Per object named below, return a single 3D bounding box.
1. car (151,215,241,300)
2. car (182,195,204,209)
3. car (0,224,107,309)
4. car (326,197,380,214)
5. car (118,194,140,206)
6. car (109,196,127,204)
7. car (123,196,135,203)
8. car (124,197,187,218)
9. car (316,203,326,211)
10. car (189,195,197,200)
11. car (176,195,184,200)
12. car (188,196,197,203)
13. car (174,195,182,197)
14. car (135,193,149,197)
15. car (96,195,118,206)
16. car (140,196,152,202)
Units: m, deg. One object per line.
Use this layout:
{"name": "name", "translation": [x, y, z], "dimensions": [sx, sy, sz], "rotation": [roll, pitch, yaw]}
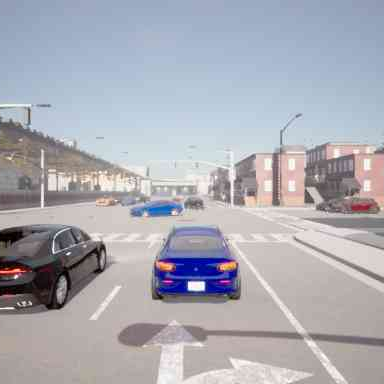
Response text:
{"name": "car", "translation": [0.096, 1.526, 8.286], "dimensions": [1.812, 1.442, 4.674], "rotation": [0, 0, 0]}
{"name": "car", "translation": [0.309, 1.478, 45.870], "dimensions": [1.882, 1.535, 5.008], "rotation": [-1, 0, -12]}
{"name": "car", "translation": [-3.411, 1.505, 7.831], "dimensions": [1.837, 1.490, 4.892], "rotation": [0, 0, 0]}
{"name": "car", "translation": [16.867, 1.352, 34.579], "dimensions": [4.553, 1.767, 2.097], "rotation": [0, 0, 0]}
{"name": "car", "translation": [-10.450, 1.547, 55.389], "dimensions": [2.033, 1.411, 5.357], "rotation": [0, 0, 0]}
{"name": "car", "translation": [-13.907, 1.491, 62.733], "dimensions": [2.128, 1.511, 4.902], "rotation": [0, 0, 1]}
{"name": "car", "translation": [-13.835, 1.524, 72.947], "dimensions": [1.812, 1.442, 4.674], "rotation": [0, 0, 0]}
{"name": "car", "translation": [-3.274, 1.477, 30.260], "dimensions": [5.008, 1.535, 1.882], "rotation": [0, -1, -36]}
{"name": "car", "translation": [16.699, 1.502, 38.080], "dimensions": [4.892, 1.490, 1.837], "rotation": [-1, 0, 0]}
{"name": "car", "translation": [0.208, 1.540, 91.697], "dimensions": [2.033, 1.411, 5.357], "rotation": [0, 0, 0]}
{"name": "car", "translation": [-3.291, 1.524, 92.199], "dimensions": [1.812, 1.442, 4.674], "rotation": [0, 0, 0]}
{"name": "car", "translation": [0.170, 1.595, 73.057], "dimensions": [1.895, 1.301, 4.718], "rotation": [0, 0, 0]}
{"name": "car", "translation": [-3.330, 1.595, 73.065], "dimensions": [1.895, 1.301, 4.718], "rotation": [0, 0, 0]}
{"name": "car", "translation": [-10.382, 1.221, 65.251], "dimensions": [2.150, 2.045, 5.566], "rotation": [0, 0, 0]}
{"name": "car", "translation": [-13.956, 1.352, 53.684], "dimensions": [2.097, 1.767, 4.553], "rotation": [0, 0, 0]}
{"name": "car", "translation": [-10.330, 1.552, 75.119], "dimensions": [1.994, 1.385, 4.181], "rotation": [0, 0, 0]}
